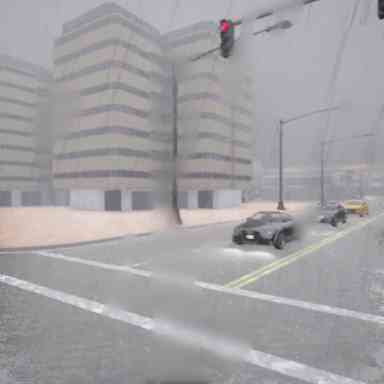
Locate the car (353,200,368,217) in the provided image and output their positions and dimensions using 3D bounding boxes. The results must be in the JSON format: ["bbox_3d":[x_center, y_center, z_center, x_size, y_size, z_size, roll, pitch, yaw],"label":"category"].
[{"bbox_3d":[15.267,1.471,31.276,1.882,1.535,5.008,0,0,35],"label":"car"}]

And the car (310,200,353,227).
[{"bbox_3d":[9.262,1.484,22.820,2.128,1.511,4.902,0,0,35],"label":"car"}]

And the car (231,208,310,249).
[{"bbox_3d":[3.400,1.556,14.546,1.994,1.385,4.181,0,0,35],"label":"car"}]
